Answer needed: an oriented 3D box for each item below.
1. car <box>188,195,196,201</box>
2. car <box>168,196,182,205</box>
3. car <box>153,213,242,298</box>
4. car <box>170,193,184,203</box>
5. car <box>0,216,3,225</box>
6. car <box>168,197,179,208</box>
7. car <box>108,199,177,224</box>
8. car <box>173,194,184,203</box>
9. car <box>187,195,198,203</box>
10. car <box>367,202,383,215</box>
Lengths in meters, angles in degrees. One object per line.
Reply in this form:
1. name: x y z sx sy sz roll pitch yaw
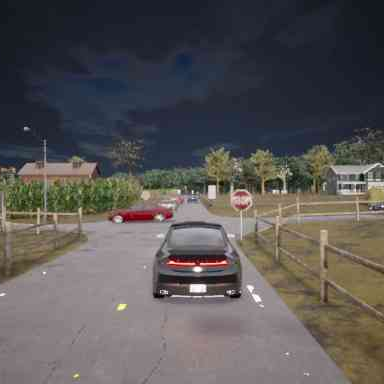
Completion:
1. car: 0.054 1.490 80.735 1.994 1.385 4.181 0 0 0
2. car: -2.815 1.570 47.582 1.895 1.301 4.718 0 0 0
3. car: 0.104 1.508 8.491 1.837 1.490 4.892 0 0 0
4. car: -2.796 1.180 57.362 2.150 2.045 5.566 0 0 0
5. car: -15.519 1.919 22.591 4.718 1.301 1.895 -1 -2 -1
6. car: -2.832 1.581 37.992 1.895 1.301 4.718 0 0 0
7. car: -3.878 1.611 25.504 5.008 1.535 1.882 -2 -2 0
8. car: -2.726 1.302 67.303 2.097 1.767 4.553 0 0 0
9. car: 0.140 1.305 67.380 2.097 1.767 4.553 0 0 0
10. car: 16.073 0.968 25.507 4.892 1.490 1.837 -2 -2 0
